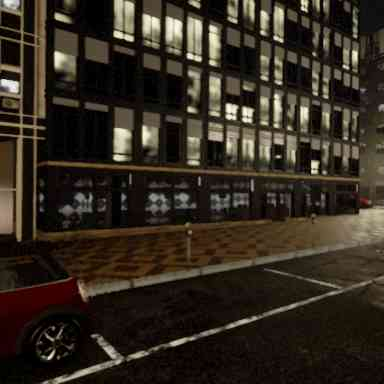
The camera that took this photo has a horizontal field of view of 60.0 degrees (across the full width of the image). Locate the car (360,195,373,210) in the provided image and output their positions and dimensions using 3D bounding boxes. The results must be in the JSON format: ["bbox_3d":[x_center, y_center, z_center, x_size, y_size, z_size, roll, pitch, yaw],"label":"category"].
[{"bbox_3d":[19.164,1.197,40.368,2.192,1.841,5.009,0,0,-34],"label":"car"}]

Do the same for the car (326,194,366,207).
[{"bbox_3d":[22.948,1.283,49.690,2.192,1.841,5.009,0,0,-34],"label":"car"}]

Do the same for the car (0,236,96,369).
[{"bbox_3d":[-3.436,1.442,4.097,4.097,1.590,1.967,0,1,-35],"label":"car"}]
